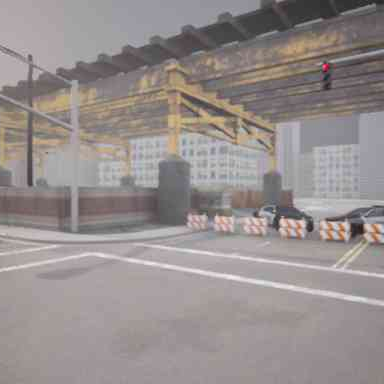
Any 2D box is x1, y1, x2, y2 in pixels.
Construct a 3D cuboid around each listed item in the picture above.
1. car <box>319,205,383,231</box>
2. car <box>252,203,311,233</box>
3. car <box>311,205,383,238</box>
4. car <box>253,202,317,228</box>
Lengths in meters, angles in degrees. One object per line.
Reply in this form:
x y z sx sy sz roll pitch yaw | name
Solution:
9.123 1.292 16.984 4.536 1.218 1.853 0 0 -1 | car
5.312 1.443 19.649 2.038 1.542 4.974 0 0 -11 | car
9.071 1.450 16.983 4.974 1.542 2.038 0 0 -1 | car
5.302 1.285 19.700 1.853 1.218 4.536 0 0 -11 | car
